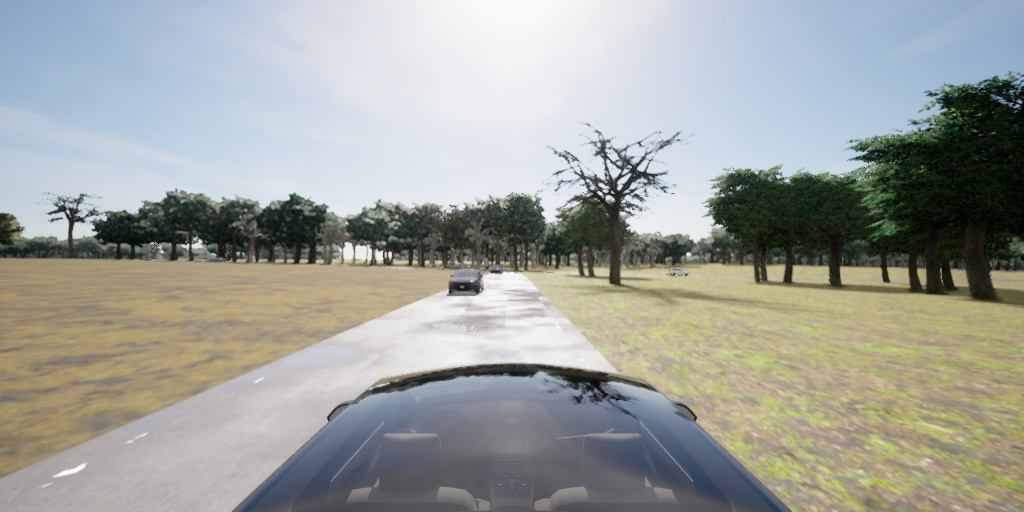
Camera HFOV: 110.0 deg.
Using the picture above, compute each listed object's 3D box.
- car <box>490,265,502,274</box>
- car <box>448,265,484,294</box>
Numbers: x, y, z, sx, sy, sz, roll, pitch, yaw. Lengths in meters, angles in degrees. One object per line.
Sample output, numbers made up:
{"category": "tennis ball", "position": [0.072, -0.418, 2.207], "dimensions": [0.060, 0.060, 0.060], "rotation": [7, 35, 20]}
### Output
{"category": "car", "position": [-2.837, 2.374, 64.349], "dimensions": [2.097, 1.767, 4.553], "rotation": [0, -2, 1]}
{"category": "car", "position": [-2.869, 1.563, 23.152], "dimensions": [1.882, 1.535, 5.008], "rotation": [0, -1, 0]}
